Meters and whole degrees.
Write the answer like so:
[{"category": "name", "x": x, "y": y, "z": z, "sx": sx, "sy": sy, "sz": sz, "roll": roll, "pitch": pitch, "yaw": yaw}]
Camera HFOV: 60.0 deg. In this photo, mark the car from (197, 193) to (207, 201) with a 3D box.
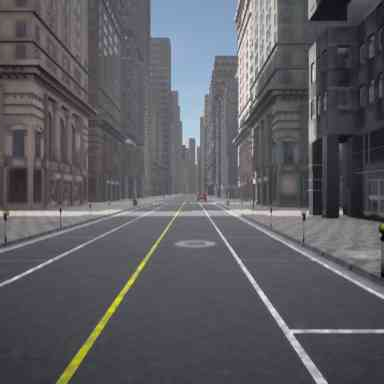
[{"category": "car", "x": 2.394, "y": 1.217, "z": 80.107, "sx": 2.150, "sy": 2.045, "sz": 5.566, "roll": 0, "pitch": 0, "yaw": 0}]
